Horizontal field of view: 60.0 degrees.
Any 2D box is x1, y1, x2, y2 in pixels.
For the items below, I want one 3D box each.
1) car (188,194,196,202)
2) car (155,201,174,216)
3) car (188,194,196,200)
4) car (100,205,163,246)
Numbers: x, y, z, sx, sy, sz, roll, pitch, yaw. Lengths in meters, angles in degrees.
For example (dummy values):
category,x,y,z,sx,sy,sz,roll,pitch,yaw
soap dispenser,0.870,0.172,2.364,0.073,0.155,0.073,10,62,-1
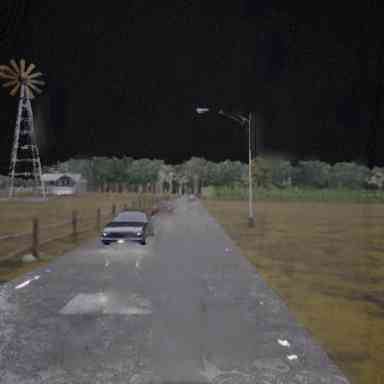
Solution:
category,x,y,z,sx,sy,sz,roll,pitch,yaw
car,-0.018,1.442,75.123,2.033,1.411,5.357,0,0,0
car,-2.761,1.591,32.376,1.895,1.301,4.718,0,0,0
car,-0.020,1.272,85.540,1.812,1.442,4.674,0,0,0
car,-2.784,1.567,15.788,2.033,1.411,5.357,0,0,0
